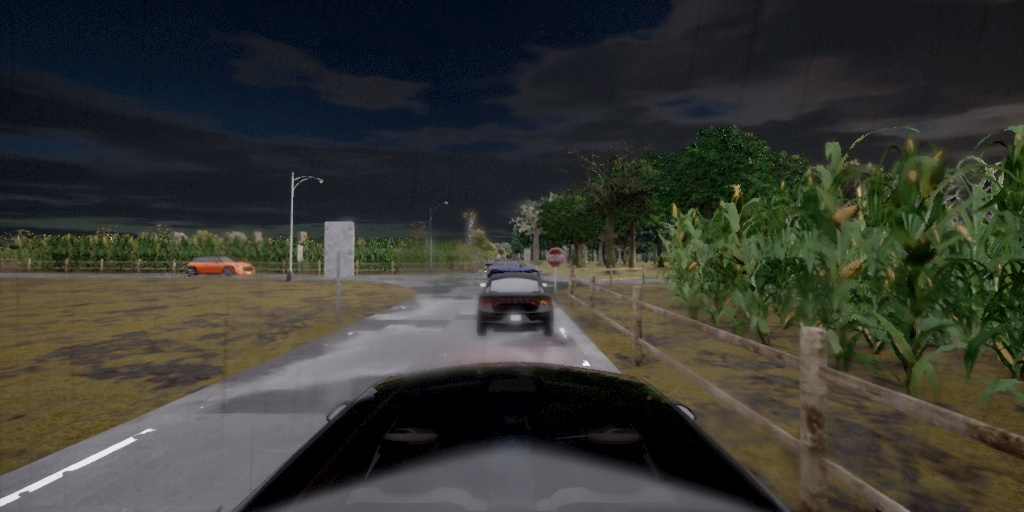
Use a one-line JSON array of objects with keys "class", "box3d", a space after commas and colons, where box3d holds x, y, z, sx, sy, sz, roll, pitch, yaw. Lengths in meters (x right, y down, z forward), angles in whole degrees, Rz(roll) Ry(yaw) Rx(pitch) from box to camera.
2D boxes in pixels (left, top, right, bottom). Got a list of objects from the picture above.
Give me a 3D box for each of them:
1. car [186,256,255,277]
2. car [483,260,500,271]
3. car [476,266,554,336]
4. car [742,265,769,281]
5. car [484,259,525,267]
[{"class": "car", "box3d": [-23.895, 0.829, 29.546, 4.553, 1.767, 2.097, 0, -1, 0]}, {"class": "car", "box3d": [-2.854, 1.301, 50.357, 2.033, 1.411, 5.357, 0, 0, 1]}, {"class": "car", "box3d": [0.066, 1.227, 10.467, 1.882, 1.535, 5.008, 0, 0, 0]}, {"class": "car", "box3d": [22.639, 1.297, 29.578, 5.566, 2.045, 2.150, 1, -1, 0]}, {"class": "car", "box3d": [0.255, 1.122, 29.514, 4.553, 1.767, 2.097, 0, -1, 0]}]
